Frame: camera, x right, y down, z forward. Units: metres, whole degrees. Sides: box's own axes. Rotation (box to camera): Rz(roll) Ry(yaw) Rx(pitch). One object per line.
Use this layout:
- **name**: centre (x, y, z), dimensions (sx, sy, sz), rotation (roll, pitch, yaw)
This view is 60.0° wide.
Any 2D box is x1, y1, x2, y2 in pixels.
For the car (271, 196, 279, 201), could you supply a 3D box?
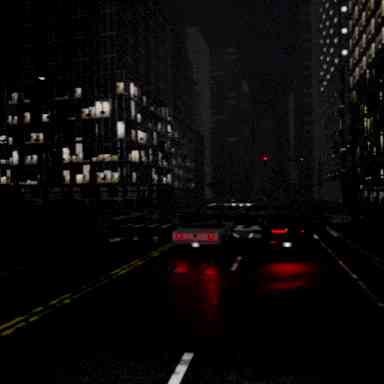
- **car**: centre (21.402, 1.650, 85.893), dimensions (1.895, 1.301, 4.718), rotation (-1, 0, 14)

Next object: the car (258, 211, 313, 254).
- **car**: centre (3.805, 1.544, 13.658), dimensions (1.837, 1.490, 4.892), rotation (-1, 0, 14)

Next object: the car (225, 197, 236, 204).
- **car**: centre (8.723, 1.822, 75.037), dimensions (1.882, 1.535, 5.008), rotation (-1, 0, 14)

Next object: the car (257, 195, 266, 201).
- **car**: centre (18.236, 1.630, 86.634), dimensions (2.128, 1.511, 4.902), rotation (-1, 0, 14)

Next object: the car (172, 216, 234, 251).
- **car**: centre (0.682, 1.688, 14.571), dimensions (1.895, 1.301, 4.718), rotation (-1, 0, 14)

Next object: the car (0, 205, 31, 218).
- **car**: centre (-18.202, 1.915, 33.057), dimensions (4.313, 1.339, 1.947), rotation (0, 0, 15)

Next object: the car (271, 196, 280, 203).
- **car**: centre (18.635, 1.712, 74.526), dimensions (2.033, 1.411, 5.357), rotation (-1, 0, 14)

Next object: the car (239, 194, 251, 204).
- **car**: centre (11.870, 1.520, 74.240), dimensions (2.150, 2.045, 5.566), rotation (-1, 0, 14)

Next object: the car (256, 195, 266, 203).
- **car**: centre (15.485, 1.817, 75.325), dimensions (1.895, 1.301, 4.718), rotation (-1, 0, 14)
